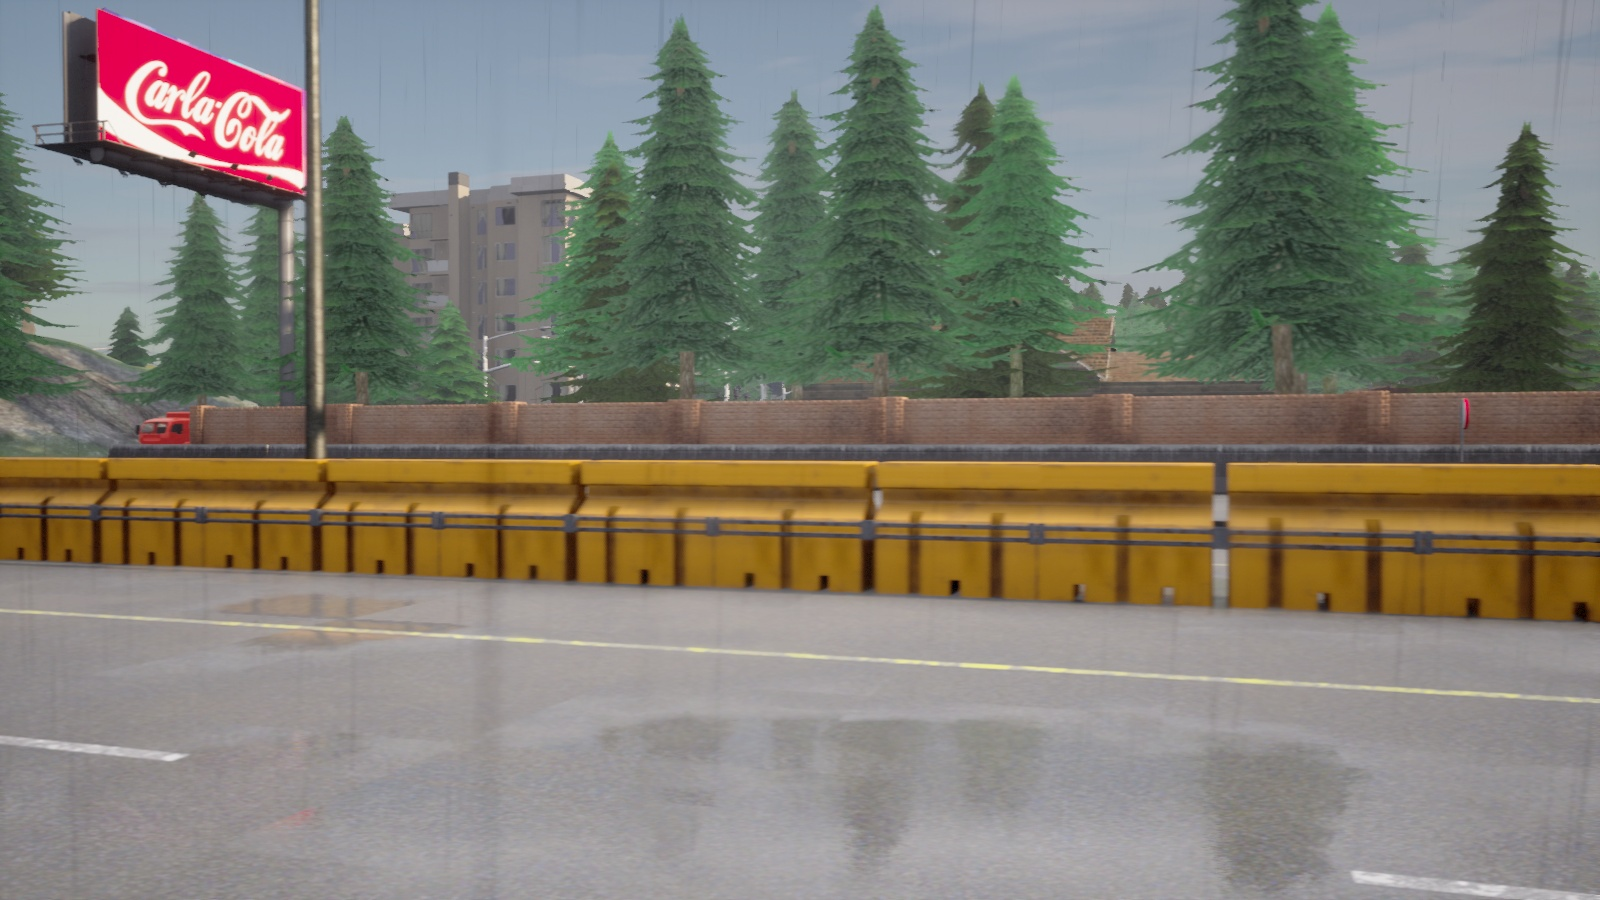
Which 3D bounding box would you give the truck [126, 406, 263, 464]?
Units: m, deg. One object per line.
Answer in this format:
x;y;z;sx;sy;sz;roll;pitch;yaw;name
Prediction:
-26.973;-0.679;56.167;2.627;2.467;5.204;1;1;19;truck
